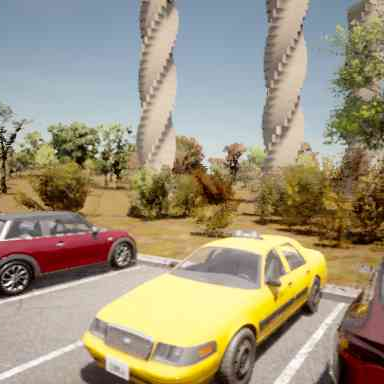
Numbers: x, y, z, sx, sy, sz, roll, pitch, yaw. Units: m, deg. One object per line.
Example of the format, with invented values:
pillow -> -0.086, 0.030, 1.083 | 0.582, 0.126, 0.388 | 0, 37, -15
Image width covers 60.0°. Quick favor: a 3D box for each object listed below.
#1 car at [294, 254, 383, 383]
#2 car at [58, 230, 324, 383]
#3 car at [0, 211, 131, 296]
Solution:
car -> 3.162, 1.511, 4.154 | 2.163, 1.488, 4.792 | 1, 0, 35
car -> 0.790, 1.460, 5.582 | 1.946, 1.575, 5.366 | 1, 0, 35
car -> -3.600, 1.294, 8.902 | 2.185, 1.767, 4.553 | 1, 0, 35
